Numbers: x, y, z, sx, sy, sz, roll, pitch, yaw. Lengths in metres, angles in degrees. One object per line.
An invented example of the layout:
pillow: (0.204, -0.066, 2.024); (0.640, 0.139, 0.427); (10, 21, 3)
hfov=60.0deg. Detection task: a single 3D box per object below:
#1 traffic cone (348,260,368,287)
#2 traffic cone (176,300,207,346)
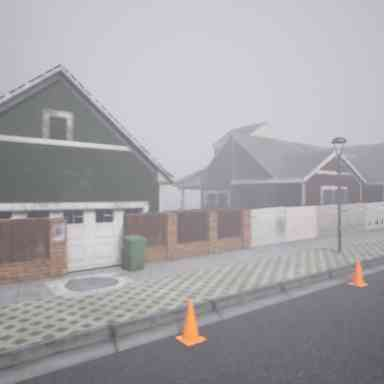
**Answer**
traffic cone: (4.000, 1.928, 8.009); (0.340, 0.580, 0.340); (0, 0, -37)
traffic cone: (-0.012, 1.949, 5.068); (0.340, 0.580, 0.340); (0, 0, -36)
